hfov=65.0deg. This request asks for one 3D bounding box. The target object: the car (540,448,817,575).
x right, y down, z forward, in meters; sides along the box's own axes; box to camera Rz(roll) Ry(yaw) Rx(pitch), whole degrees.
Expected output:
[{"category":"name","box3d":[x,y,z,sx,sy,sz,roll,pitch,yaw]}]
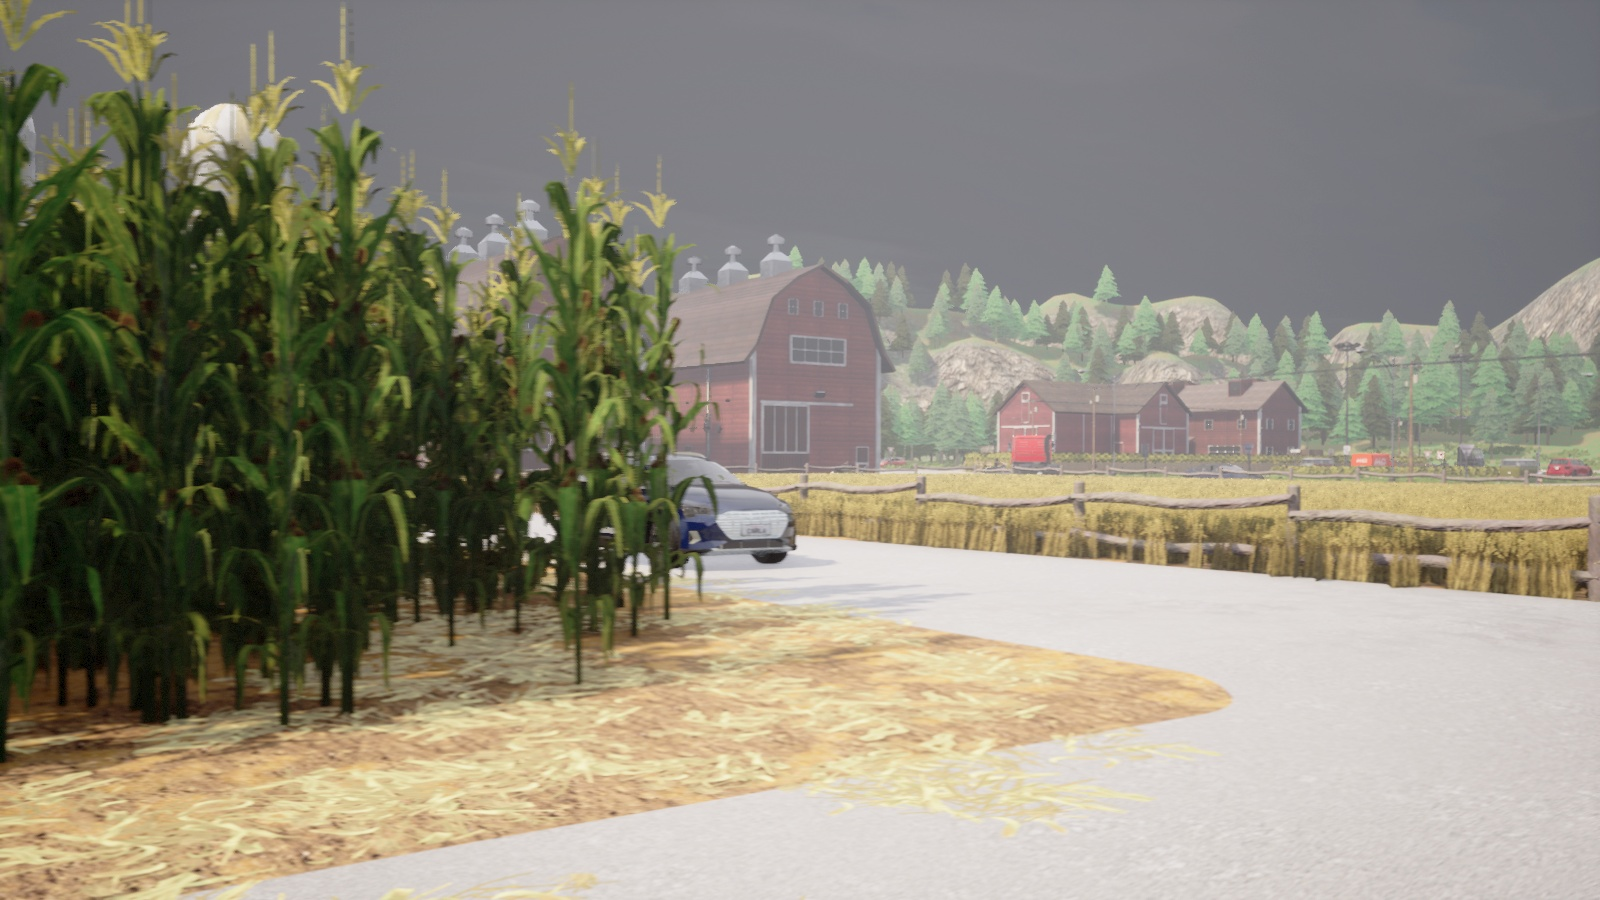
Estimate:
[{"category":"car","box3d":[-1.976,0.830,18.846,2.033,1.649,4.856,0,-1,-35]}]

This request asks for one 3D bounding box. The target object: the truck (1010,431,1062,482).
[{"category":"truck","box3d":[16.683,0.477,89.372,2.891,3.462,7.936,0,0,5]}]

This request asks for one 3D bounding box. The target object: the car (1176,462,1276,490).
[{"category":"car","box3d":[23.220,1.387,68.587,2.163,1.488,4.792,0,0,-35]}]
